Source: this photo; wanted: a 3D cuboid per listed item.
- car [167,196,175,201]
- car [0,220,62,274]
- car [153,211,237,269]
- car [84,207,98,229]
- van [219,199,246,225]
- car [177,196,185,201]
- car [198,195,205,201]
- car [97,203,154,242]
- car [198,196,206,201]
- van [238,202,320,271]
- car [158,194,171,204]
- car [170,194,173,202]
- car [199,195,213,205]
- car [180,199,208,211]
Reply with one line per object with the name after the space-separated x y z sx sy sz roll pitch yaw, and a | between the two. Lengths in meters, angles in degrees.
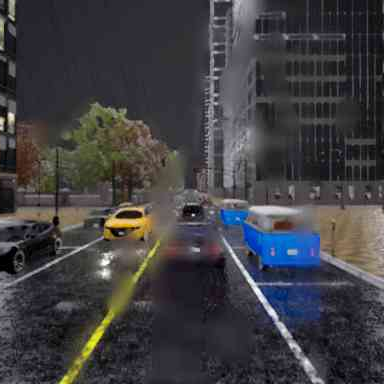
-5.676 1.778 88.691 1.802 1.307 4.206 0 0 0 | car
-5.688 1.608 10.759 1.947 1.339 4.313 0 0 0 | car
0.087 1.591 11.271 2.033 1.411 5.357 0 0 0 | car
-5.766 1.633 22.155 1.947 1.339 4.313 0 0 0 | car
2.778 1.408 22.156 1.690 1.788 3.998 0 0 0 | van
-2.989 1.739 89.794 1.895 1.301 4.718 0 0 0 | car
2.707 1.642 94.367 1.967 1.590 4.097 0 0 0 | car
-3.094 1.535 17.045 1.882 1.535 5.008 0 0 0 | car
2.705 1.761 88.686 1.947 1.339 4.313 0 0 0 | car
2.695 1.383 10.759 1.690 1.788 3.998 0 0 0 | van
-5.679 1.700 65.960 1.887 1.381 4.507 0 0 0 | car
-5.678 1.717 71.643 2.008 1.369 4.403 0 0 0 | car
2.702 1.584 60.281 1.967 1.590 4.097 0 0 0 | car
0.094 1.583 28.394 1.837 1.490 4.892 0 -1 0 | car
